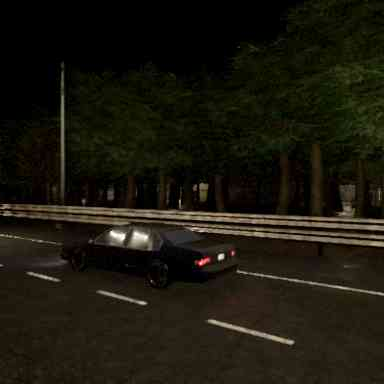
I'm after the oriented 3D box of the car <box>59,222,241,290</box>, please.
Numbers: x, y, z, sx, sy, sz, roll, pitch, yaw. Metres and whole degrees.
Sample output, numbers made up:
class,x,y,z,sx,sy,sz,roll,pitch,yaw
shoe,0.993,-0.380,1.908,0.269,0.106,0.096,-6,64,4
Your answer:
class,x,y,z,sx,sy,sz,roll,pitch,yaw
car,-1.375,1.551,9.152,5.357,1.411,2.033,0,0,36
